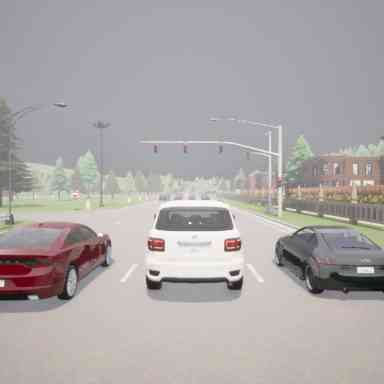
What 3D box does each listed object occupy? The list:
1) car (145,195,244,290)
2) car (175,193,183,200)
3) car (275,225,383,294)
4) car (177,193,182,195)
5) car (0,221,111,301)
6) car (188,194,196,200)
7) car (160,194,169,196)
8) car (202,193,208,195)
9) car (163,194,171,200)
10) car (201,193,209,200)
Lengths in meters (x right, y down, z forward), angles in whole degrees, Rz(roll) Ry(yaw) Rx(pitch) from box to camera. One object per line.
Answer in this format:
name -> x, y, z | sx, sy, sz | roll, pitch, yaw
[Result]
car -> 0.068, 1.221, 9.219 | 2.150, 2.045, 5.566 | 0, 0, 0
car -> -3.482, 1.187, 92.065 | 2.097, 1.767, 4.553 | 0, 0, 0
car -> 3.566, 1.564, 8.806 | 1.994, 1.385, 4.181 | 0, 0, 0
car -> -3.484, 1.516, 82.092 | 1.812, 1.442, 4.674 | 0, 0, 0
car -> -3.438, 1.478, 8.411 | 1.882, 1.535, 5.008 | 0, 0, 0
car -> 0.018, 1.372, 92.095 | 2.033, 1.411, 5.357 | 0, 0, 0
car -> -6.984, 1.347, 82.063 | 2.097, 1.767, 4.553 | 0, 0, 0
car -> 3.516, 1.587, 82.121 | 1.895, 1.301, 4.718 | 0, 0, 0
car -> -6.982, 1.332, 92.096 | 1.837, 1.490, 4.892 | 0, 0, 0
car -> 3.518, 1.187, 92.064 | 2.097, 1.767, 4.553 | 0, 0, 0
